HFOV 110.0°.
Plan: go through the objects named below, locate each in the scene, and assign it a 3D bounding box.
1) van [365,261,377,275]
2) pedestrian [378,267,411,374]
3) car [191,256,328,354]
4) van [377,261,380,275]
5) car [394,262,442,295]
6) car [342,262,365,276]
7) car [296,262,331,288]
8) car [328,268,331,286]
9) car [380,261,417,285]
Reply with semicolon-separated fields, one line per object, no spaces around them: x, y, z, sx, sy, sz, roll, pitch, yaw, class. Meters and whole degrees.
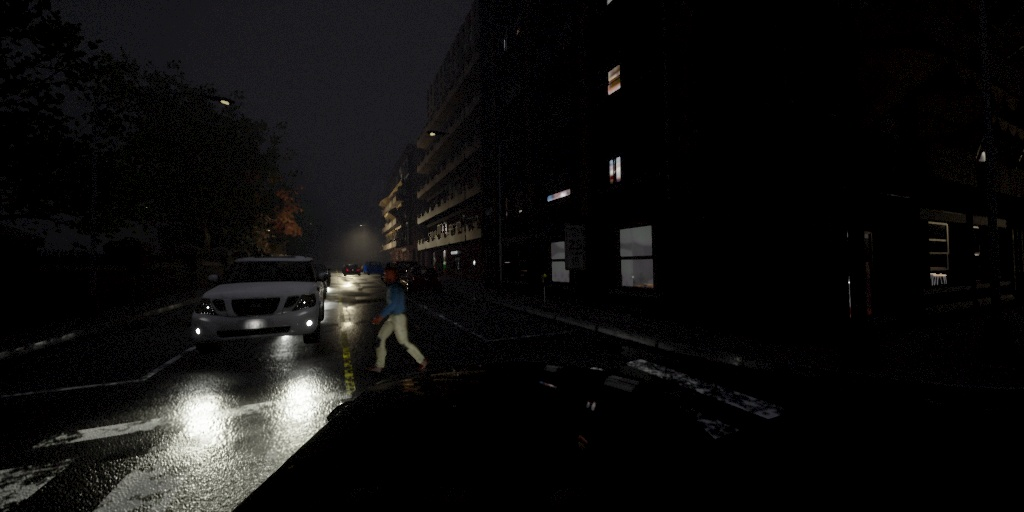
-17.680;1.521;45.841;1.690;1.789;3.998;0;0;-26;van
-1.967;1.021;5.998;0.375;1.860;0.375;1;-2;-26;pedestrian
-6.194;1.002;9.416;2.150;2.045;5.566;0;-1;-26;car
-10.357;1.344;30.976;1.690;1.789;3.998;0;0;-26;van
-5.477;1.326;21.066;1.967;1.591;4.097;0;0;-26;car
-19.687;1.721;44.081;2.033;1.411;5.357;0;-1;-26;car
-15.013;1.345;27.344;2.097;1.767;4.553;0;-1;-26;car
-10.582;1.450;18.337;1.994;1.385;4.181;0;-1;-26;car
-7.917;1.260;26.021;2.192;1.841;5.009;0;0;-26;car
